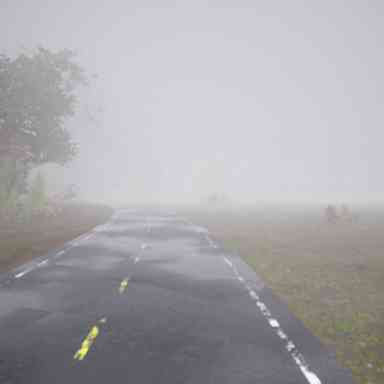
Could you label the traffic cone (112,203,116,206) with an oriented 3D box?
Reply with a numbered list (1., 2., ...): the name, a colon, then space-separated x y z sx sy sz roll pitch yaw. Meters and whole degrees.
1. traffic cone: -13.276 2.162 57.606 0.340 0.580 0.340 0 0 -18
